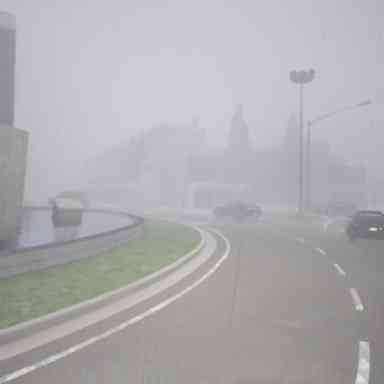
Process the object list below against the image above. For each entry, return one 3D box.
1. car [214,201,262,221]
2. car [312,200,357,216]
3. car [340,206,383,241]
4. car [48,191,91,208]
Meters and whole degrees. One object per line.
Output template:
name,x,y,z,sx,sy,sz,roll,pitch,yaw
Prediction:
car,3.585,1.436,26.724,2.128,1.511,4.902,1,0,-27
car,14.451,1.551,33.608,4.892,1.490,1.837,0,0,-22
car,8.676,1.605,16.442,1.994,1.385,4.181,1,0,21
car,-14.575,0.902,39.483,5.566,2.045,2.150,1,1,28
